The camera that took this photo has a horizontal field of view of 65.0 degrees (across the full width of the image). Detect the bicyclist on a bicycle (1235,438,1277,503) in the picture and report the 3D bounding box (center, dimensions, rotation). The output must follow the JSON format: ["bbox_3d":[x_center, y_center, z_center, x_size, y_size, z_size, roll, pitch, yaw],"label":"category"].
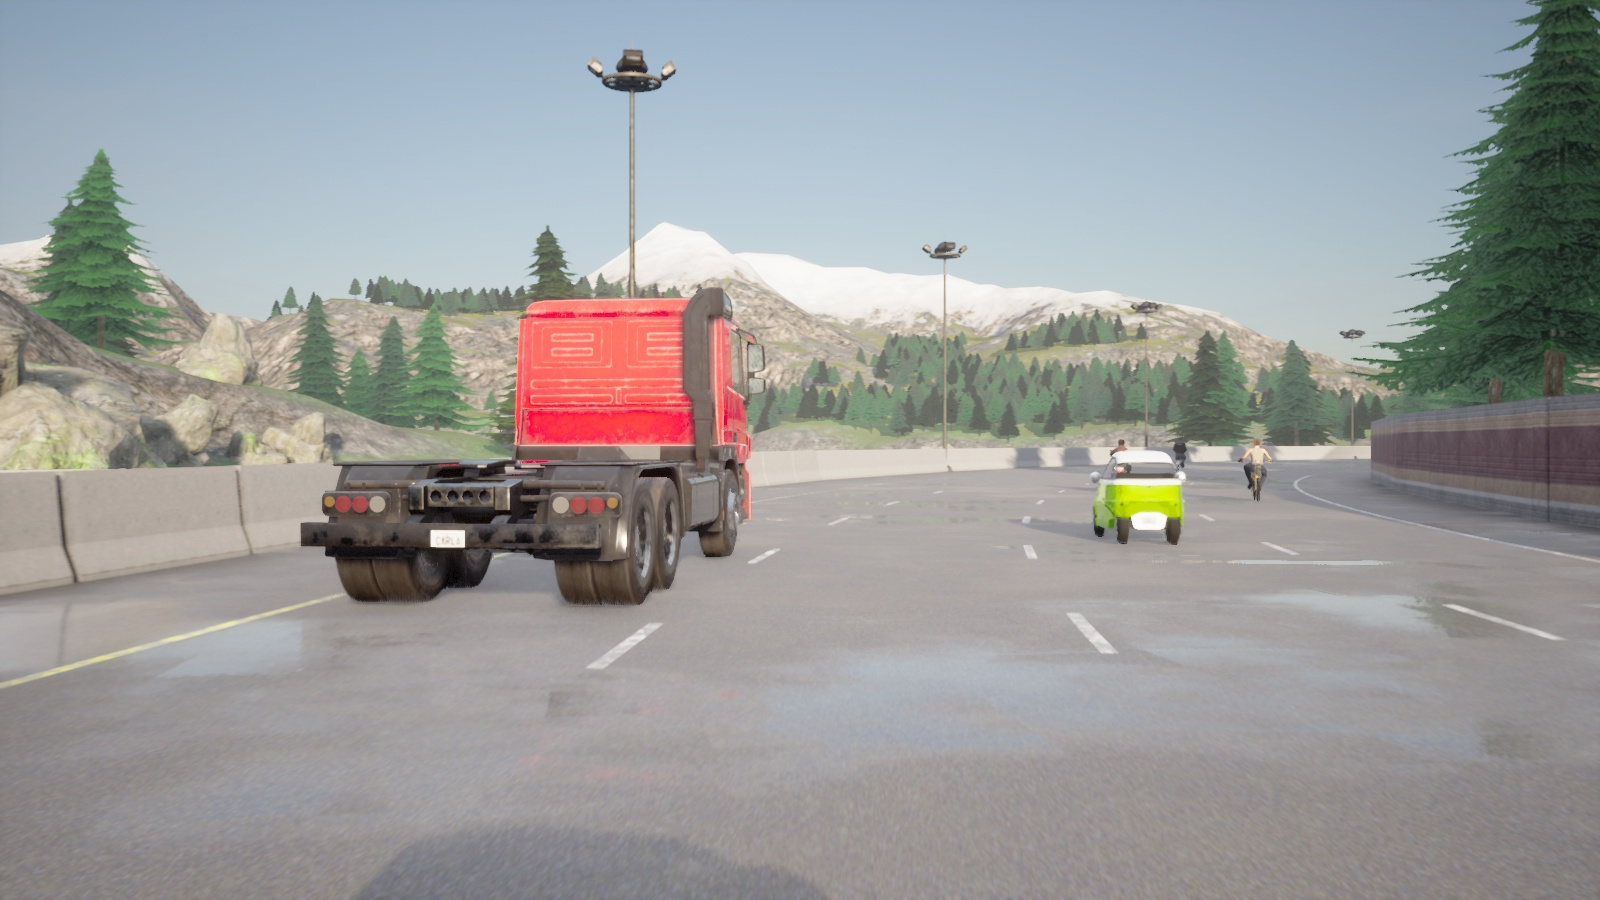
[{"bbox_3d":[11.657,0.516,32.118,0.866,1.612,1.509,0,0,15],"label":"bicyclist on a bicycle"}]

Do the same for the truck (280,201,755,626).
[{"bbox_3d":[-2.507,-0.319,14.341,2.891,3.462,7.936,0,0,6],"label":"truck"}]

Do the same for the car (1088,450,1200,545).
[{"bbox_3d":[5.314,0.697,19.593,1.481,1.376,2.207,0,1,10],"label":"car"}]
